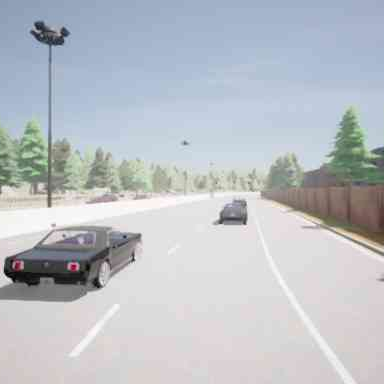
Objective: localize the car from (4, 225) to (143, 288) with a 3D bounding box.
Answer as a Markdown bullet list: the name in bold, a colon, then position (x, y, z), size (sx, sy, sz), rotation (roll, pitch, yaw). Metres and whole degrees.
- **car**: position (-2.764, 1.556, 9.111), size (1.895, 1.301, 4.718), rotation (0, 0, 6)

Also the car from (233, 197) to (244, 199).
- **car**: position (5.883, 1.372, 41.810), size (2.128, 1.511, 4.902), rotation (0, 0, 9)

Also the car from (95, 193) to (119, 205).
- **car**: position (-13.643, 1.104, 53.515), size (2.097, 1.767, 4.553), rotation (0, 0, 10)

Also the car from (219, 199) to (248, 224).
- **car**: position (3.081, 1.492, 24.474), size (1.994, 1.385, 4.181), rotation (0, 0, 9)

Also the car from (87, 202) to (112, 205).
- **car**: position (-9.838, 1.403, 33.496), size (1.994, 1.385, 4.181), rotation (0, 0, 9)

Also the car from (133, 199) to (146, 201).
- **car**: position (-9.058, 1.230, 59.656), size (1.882, 1.535, 5.008), rotation (0, 0, 10)
